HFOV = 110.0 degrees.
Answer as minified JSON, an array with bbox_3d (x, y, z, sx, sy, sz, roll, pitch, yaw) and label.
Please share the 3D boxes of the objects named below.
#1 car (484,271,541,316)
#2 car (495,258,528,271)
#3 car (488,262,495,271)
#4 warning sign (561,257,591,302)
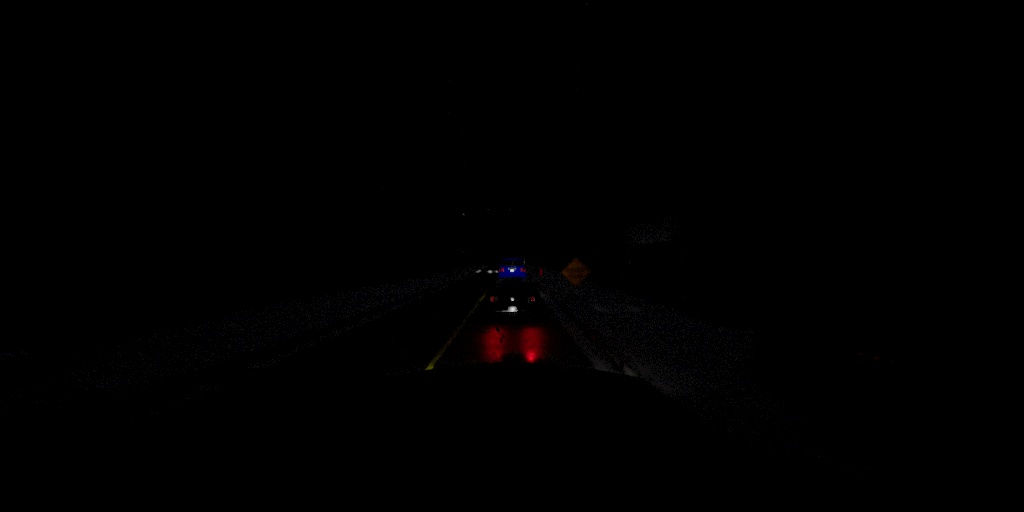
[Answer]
[{"bbox_3d":[0.040,1.434,13.747,1.895,1.301,4.718,0,0,1],"label":"car"},{"bbox_3d":[0.038,1.156,28.225,2.150,2.045,5.566,0,0,1],"label":"car"},{"bbox_3d":[-3.022,1.728,60.516,2.033,1.411,5.357,0,-1,1],"label":"car"},{"bbox_3d":[2.720,0.959,15.267,1.300,1.860,1.060,0,0,0],"label":"warning sign"}]
